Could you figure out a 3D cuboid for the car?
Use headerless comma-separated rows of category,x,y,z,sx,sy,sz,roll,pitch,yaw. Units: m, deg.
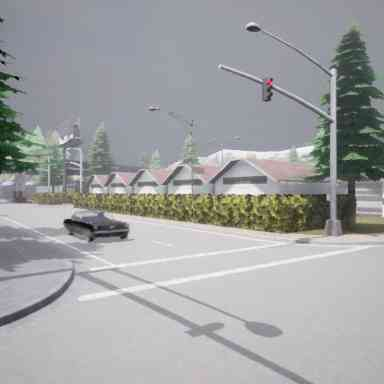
car,-4.829,1.613,16.473,1.895,1.301,4.718,0,0,-36
